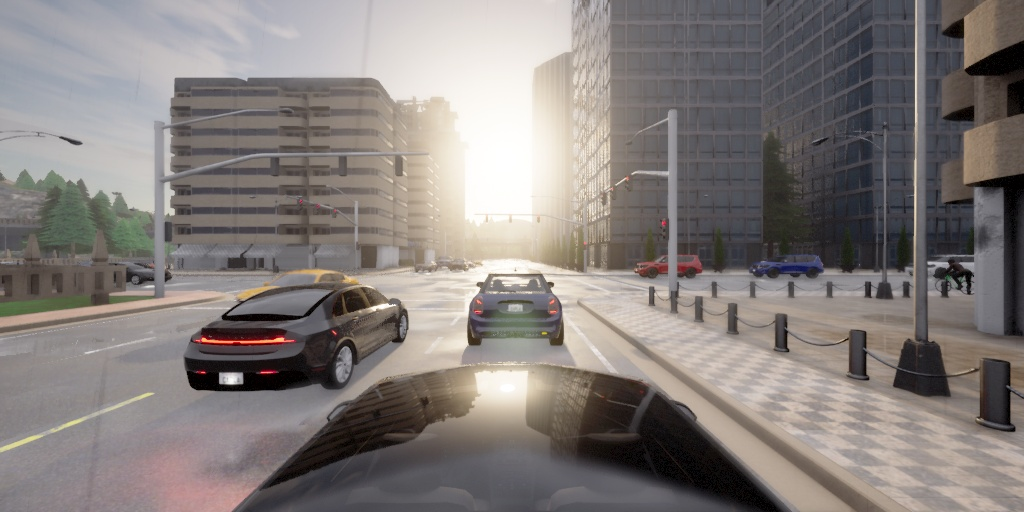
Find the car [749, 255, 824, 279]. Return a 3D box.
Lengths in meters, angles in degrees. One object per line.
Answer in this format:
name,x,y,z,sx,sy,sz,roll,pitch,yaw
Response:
car,24.026,0.915,31.455,5.566,2.045,2.150,0,0,1

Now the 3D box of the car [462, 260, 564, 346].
car,0.090,1.102,9.591,2.097,1.767,4.553,0,0,0

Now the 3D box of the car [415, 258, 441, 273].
car,-10.590,1.275,44.602,1.812,1.442,4.674,0,0,1

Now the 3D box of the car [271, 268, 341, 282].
car,-7.095,1.228,12.404,1.882,1.535,5.008,0,0,0

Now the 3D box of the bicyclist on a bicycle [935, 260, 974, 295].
bicyclist on a bicycle,21.018,0.995,16.992,0.582,1.620,1.656,0,0,0

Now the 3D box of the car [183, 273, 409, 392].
car,-3.427,1.255,6.819,1.837,1.490,4.892,0,0,0

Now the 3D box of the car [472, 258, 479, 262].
car,-7.019,1.296,58.296,2.033,1.411,5.357,0,0,0

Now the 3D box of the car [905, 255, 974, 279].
car,38.039,0.917,31.353,5.566,2.045,2.150,0,0,1

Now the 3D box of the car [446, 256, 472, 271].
car,-7.045,1.101,48.185,2.097,1.767,4.553,0,0,0

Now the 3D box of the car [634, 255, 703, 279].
car,13.706,0.916,31.524,5.566,2.045,2.150,0,0,0

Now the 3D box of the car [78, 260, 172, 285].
car,-26.506,1.199,24.890,4.892,1.490,1.837,0,0,4

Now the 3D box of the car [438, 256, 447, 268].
car,-10.534,0.972,55.873,2.150,2.045,5.566,0,0,0

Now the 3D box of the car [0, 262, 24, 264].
car,-36.409,1.199,26.235,4.892,1.490,1.837,0,0,15
